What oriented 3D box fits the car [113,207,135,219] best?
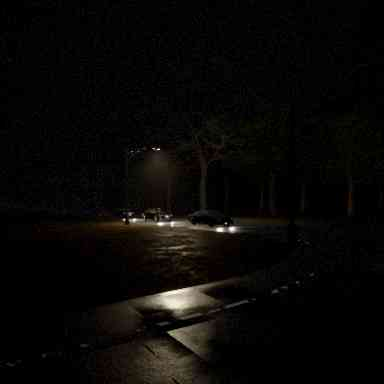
[{"bbox_3d":[-9.597,2.898,46.550,2.128,1.511,4.902,1,-2,-33],"label":"car"}]

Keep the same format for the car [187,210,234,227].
[{"bbox_3d":[1.478,2.283,29.645,2.033,1.411,5.357,0,-2,-30],"label":"car"}]

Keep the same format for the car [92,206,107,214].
[{"bbox_3d":[-18.663,3.587,67.118,2.128,1.511,4.902,1,-2,-33],"label":"car"}]

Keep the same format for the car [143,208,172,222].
[{"bbox_3d":[-4.020,2.581,38.010,1.837,1.490,4.892,1,-2,-33],"label":"car"}]

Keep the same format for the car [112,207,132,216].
[{"bbox_3d":[-12.012,3.309,56.949,1.994,1.385,4.181,1,-2,-32],"label":"car"}]
